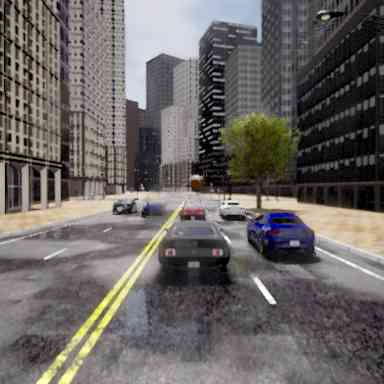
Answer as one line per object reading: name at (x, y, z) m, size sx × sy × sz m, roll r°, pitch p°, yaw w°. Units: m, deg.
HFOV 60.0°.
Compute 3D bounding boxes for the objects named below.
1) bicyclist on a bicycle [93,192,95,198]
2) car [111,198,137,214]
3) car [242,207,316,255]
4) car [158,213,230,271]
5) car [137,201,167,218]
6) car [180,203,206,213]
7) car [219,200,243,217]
bicyclist on a bicycle at (-24.685, 0.763, 83.452) m, size 0.582 × 1.620 × 1.656 m, roll 0°, pitch 1°, yaw 1°
car at (-6.589, 1.373, 32.879) m, size 2.128 × 1.511 × 4.902 m, roll 0°, pitch 0°, yaw 0°
car at (3.331, 1.481, 13.031) m, size 1.812 × 1.442 × 4.674 m, roll 0°, pitch 0°, yaw 0°
car at (0.067, 1.565, 10.713) m, size 1.895 × 1.301 × 4.718 m, roll 0°, pitch 0°, yaw 0°
car at (-3.344, 1.495, 29.497) m, size 1.895 × 1.301 × 4.718 m, roll 0°, pitch 0°, yaw 0°
car at (0.071, 1.510, 25.710) m, size 1.895 × 1.301 × 4.718 m, roll 0°, pitch 0°, yaw 0°
car at (3.335, 1.425, 28.107) m, size 1.812 × 1.442 × 4.674 m, roll 0°, pitch 0°, yaw 0°
